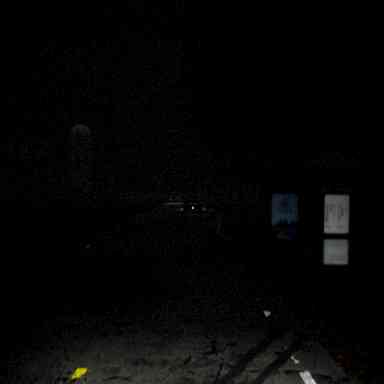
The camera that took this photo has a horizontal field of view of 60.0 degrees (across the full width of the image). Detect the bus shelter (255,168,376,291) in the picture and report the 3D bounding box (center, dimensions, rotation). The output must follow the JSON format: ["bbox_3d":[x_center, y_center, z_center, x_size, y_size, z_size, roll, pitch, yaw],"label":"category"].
[{"bbox_3d":[3.144,0.812,9.431,1.920,2.740,3.880,1,1,0],"label":"bus shelter"}]

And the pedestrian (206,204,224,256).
[{"bbox_3d":[0.765,1.221,11.107,0.375,1.860,0.375,-1,1,-5],"label":"pedestrian"}]

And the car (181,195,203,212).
[{"bbox_3d":[0.096,1.289,34.636,1.837,1.490,4.892,0,0,0],"label":"car"}]

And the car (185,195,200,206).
[{"bbox_3d":[0.088,1.210,47.854,2.128,1.511,4.902,0,0,0],"label":"car"}]

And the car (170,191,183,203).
[{"bbox_3d":[-2.798,0.887,60.685,2.150,2.045,5.566,0,0,1],"label":"car"}]
